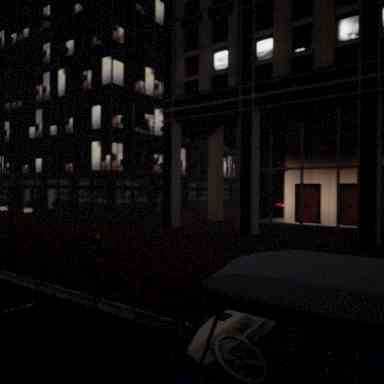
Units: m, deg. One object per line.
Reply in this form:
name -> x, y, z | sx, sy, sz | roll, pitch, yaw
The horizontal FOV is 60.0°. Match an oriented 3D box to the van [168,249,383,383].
van -> 1.652, 1.342, 1.683 | 3.998, 1.788, 1.690 | 0, 1, 36
